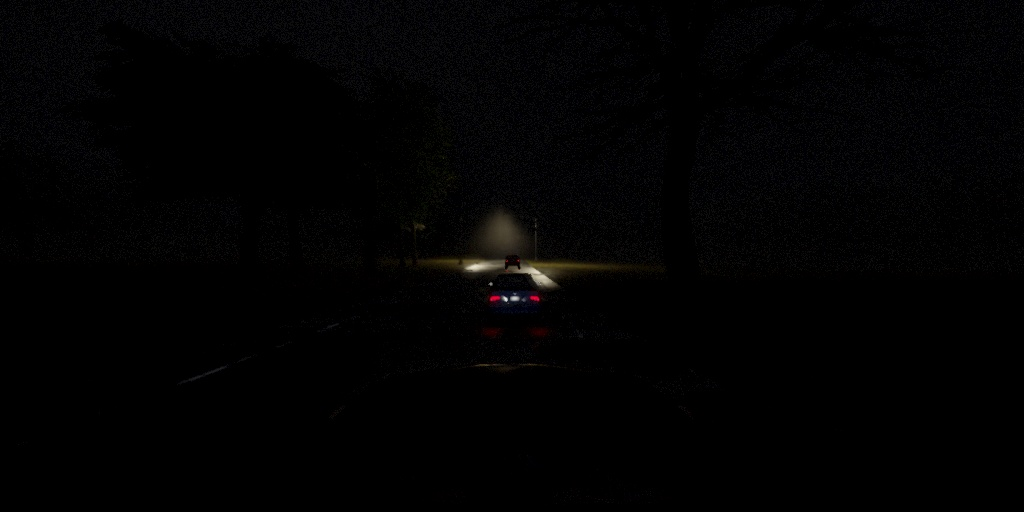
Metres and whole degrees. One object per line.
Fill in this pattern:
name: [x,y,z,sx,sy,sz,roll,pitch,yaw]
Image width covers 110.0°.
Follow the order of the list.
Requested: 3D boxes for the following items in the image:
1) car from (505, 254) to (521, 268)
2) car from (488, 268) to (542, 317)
car: [0.092,0.778,53.606,2.150,2.045,5.566,0,1,0]
car: [0.094,1.357,13.481,2.033,1.411,5.357,0,0,0]
